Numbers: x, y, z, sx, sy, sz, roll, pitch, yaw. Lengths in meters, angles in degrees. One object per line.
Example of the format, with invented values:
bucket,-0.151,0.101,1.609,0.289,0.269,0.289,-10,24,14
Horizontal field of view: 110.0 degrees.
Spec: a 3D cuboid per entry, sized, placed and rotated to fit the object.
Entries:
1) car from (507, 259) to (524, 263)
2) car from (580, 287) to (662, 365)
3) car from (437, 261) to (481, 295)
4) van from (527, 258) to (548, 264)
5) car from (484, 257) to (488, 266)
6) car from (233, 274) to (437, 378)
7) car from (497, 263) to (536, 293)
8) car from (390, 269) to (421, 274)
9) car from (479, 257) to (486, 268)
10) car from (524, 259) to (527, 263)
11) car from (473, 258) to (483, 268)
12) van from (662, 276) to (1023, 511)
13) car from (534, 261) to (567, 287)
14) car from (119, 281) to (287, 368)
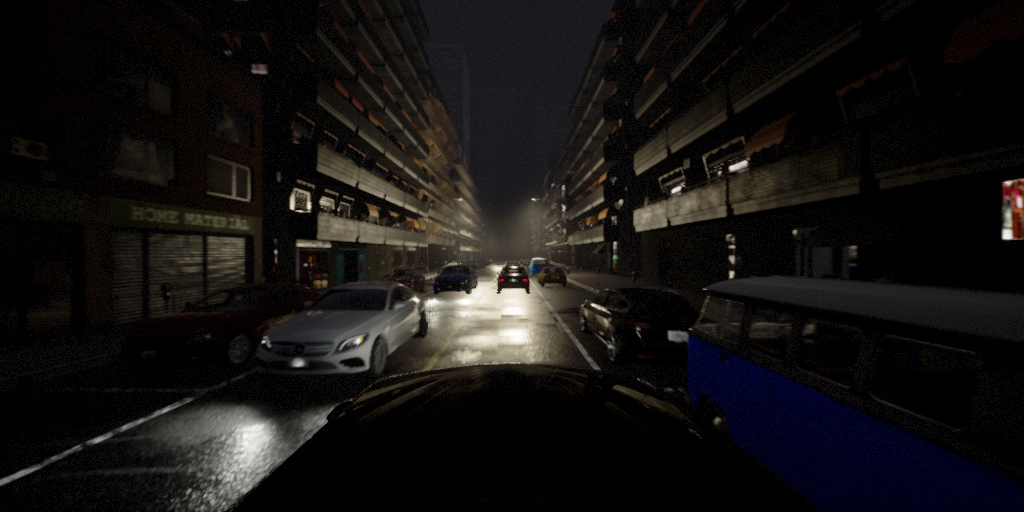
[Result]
car,0.090,1.260,47.667,2.128,1.511,4.902,0,0,0
car,2.688,1.317,7.859,1.948,1.339,4.313,0,0,0
car,-3.064,1.232,20.238,1.882,1.535,5.008,0,0,0
van,2.681,1.103,35.476,1.690,1.789,3.998,0,0,0
car,-5.707,1.324,63.104,1.888,1.381,4.507,0,0,0
car,-3.060,1.277,7.490,1.812,1.442,4.674,0,0,0
car,0.081,1.303,20.885,2.033,1.411,5.357,0,0,0
car,-5.696,1.336,18.916,1.802,1.307,4.207,0,0,0
car,-5.705,1.320,57.580,1.888,1.381,4.507,0,0,0
car,2.675,1.326,57.569,2.007,1.370,4.403,0,0,0
car,-5.704,1.337,52.056,1.948,1.339,4.313,0,0,0
van,2.689,1.091,2.335,1.690,1.789,3.998,0,0,0
car,2.683,1.282,24.599,1.751,1.417,4.829,0,0,0
car,-5.693,1.296,7.870,1.888,1.381,4.507,0,0,0
